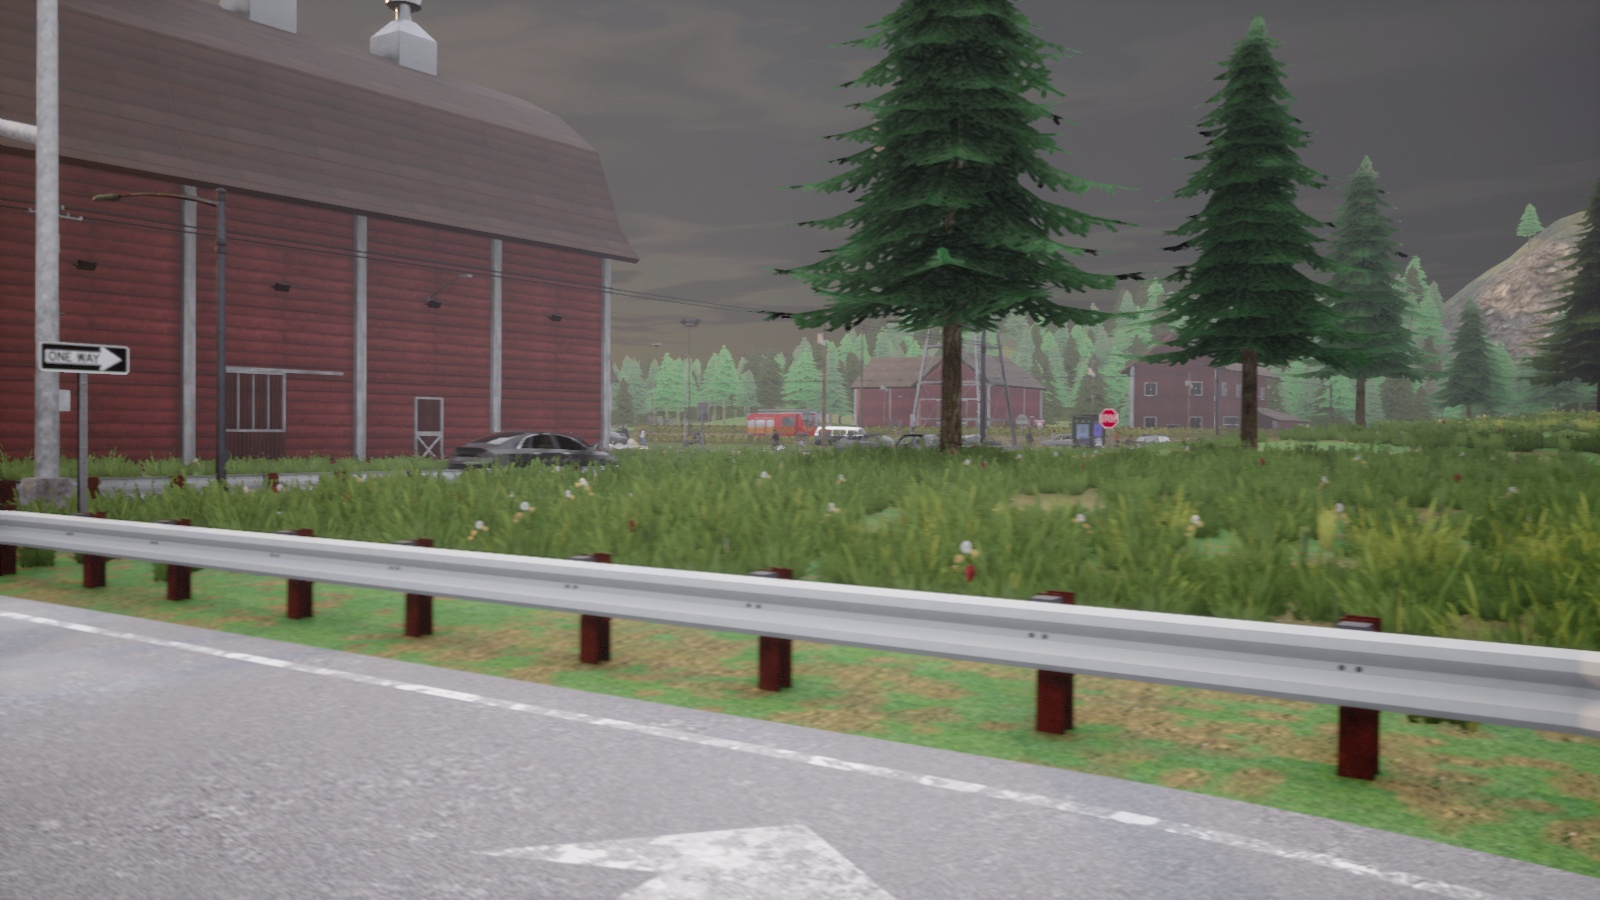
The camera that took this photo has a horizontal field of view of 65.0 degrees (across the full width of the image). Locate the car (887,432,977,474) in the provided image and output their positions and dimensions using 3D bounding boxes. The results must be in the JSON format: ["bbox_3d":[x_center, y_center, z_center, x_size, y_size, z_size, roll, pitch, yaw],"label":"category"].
[{"bbox_3d":[5.028,0.079,47.548,1.845,1.501,3.633,0,1,35],"label":"car"}]

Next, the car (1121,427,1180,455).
[{"bbox_3d":[21.804,-0.573,78.042,2.033,1.649,4.856,0,1,35],"label":"car"}]

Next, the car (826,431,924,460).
[{"bbox_3d":[4.042,-0.246,67.936,4.902,1.511,2.128,0,1,35],"label":"car"}]

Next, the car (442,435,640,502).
[{"bbox_3d":[-6.296,0.397,31.125,1.837,1.490,4.892,0,1,35],"label":"car"}]
